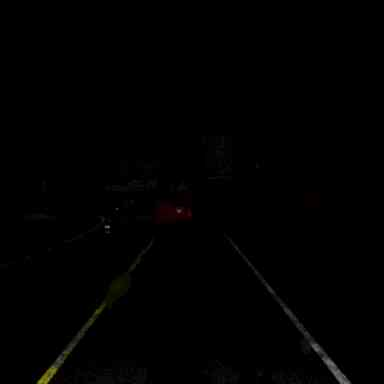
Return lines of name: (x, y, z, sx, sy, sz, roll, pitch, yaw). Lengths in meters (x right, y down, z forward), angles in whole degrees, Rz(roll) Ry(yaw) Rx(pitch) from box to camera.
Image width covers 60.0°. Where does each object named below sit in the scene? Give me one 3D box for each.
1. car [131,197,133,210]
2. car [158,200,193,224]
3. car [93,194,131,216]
car: (-9.335, 1.326, 41.330, 2.150, 2.045, 5.566, 1, -1, -39)
car: (-1.356, 1.359, 25.237, 2.097, 1.767, 4.553, 0, 0, -13)
car: (-8.369, 1.262, 33.546, 2.150, 2.045, 5.566, 1, -1, -30)
